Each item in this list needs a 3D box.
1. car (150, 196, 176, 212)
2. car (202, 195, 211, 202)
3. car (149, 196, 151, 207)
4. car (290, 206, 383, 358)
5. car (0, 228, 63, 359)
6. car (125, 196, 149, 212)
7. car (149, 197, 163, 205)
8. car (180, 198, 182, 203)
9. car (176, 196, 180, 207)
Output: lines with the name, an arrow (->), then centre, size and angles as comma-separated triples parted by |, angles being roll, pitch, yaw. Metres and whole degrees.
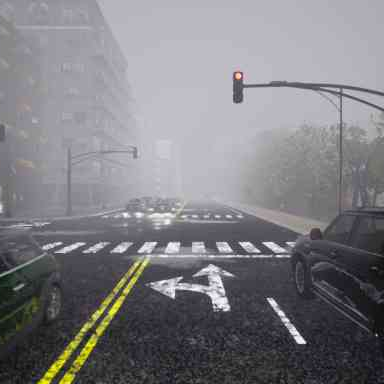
car -> -3.278, 1.496, 38.357 | 2.128, 1.511, 4.902 | 0, 0, -2
car -> 3.423, 1.387, 78.432 | 2.097, 1.767, 4.553 | 0, 0, 0
car -> -6.492, 1.362, 47.895 | 2.097, 1.767, 4.553 | 0, 0, 0
car -> 3.374, 1.221, 5.292 | 2.150, 2.045, 5.566 | 0, 0, -2
car -> -3.343, 1.352, 3.983 | 2.097, 1.767, 4.553 | 0, 0, 0
car -> -6.514, 1.510, 38.686 | 1.837, 1.490, 4.892 | 0, 0, 0
car -> -6.445, 1.564, 59.920 | 2.033, 1.411, 5.357 | 0, 0, 0
car -> -3.131, 1.586, 66.588 | 1.994, 1.385, 4.181 | 0, 0, 1
car -> -3.243, 1.557, 49.010 | 2.033, 1.411, 5.357 | 0, 0, 0
